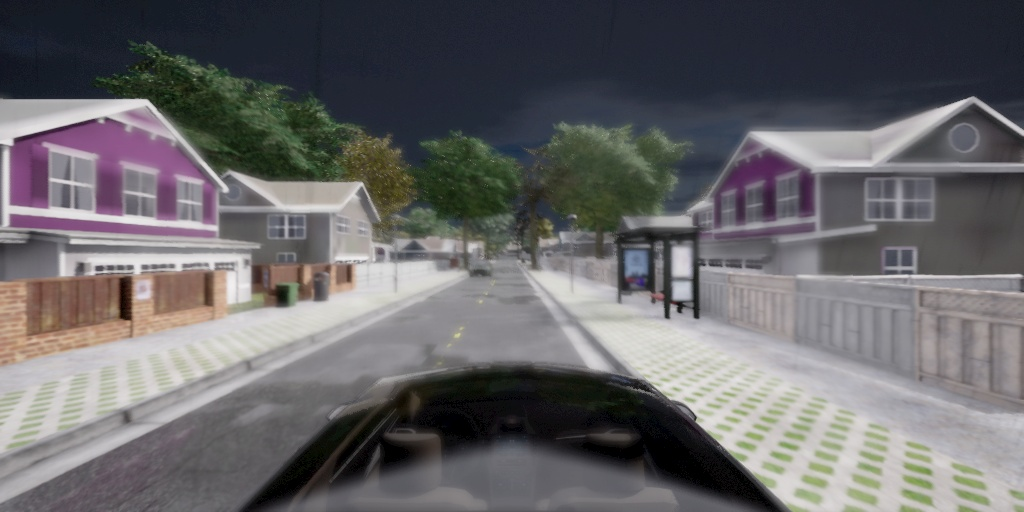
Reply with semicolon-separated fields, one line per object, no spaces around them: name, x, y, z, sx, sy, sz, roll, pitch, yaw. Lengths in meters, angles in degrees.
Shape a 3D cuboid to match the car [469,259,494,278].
car;-2.845;1.128;34.224;2.097;1.767;4.553;0;0;0
